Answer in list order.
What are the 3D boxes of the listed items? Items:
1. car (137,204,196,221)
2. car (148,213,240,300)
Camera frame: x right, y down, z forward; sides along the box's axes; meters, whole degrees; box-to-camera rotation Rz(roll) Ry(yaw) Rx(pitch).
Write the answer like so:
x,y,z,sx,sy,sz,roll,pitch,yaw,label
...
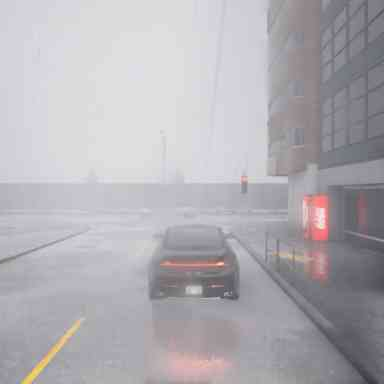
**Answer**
x,y,z,sx,sy,sz,roll,pitch,yaw,label
-1.965,1.601,26.758,4.718,1.301,1.895,0,0,0,car
0.055,1.505,8.361,1.837,1.490,4.892,0,0,1,car
